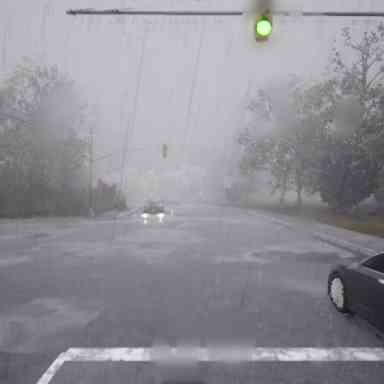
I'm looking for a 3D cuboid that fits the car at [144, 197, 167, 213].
[{"bbox_3d":[-4.120,1.339,36.481,2.097,1.767,4.553,0,-1,-4],"label":"car"}]

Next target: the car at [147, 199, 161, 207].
[{"bbox_3d":[-6.591,1.867,57.260,2.033,1.411,5.357,0,-1,-11],"label":"car"}]

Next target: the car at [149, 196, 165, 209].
[{"bbox_3d":[-4.972,1.465,46.535,2.097,1.767,4.553,0,-1,-7],"label":"car"}]

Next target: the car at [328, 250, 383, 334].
[{"bbox_3d":[3.603,1.492,4.697,1.837,1.490,4.892,0,0,0],"label":"car"}]

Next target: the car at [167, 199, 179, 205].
[{"bbox_3d":[-4.475,2.225,75.174,1.895,1.301,4.718,0,-1,-22],"label":"car"}]

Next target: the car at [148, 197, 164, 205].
[{"bbox_3d":[-8.161,2.012,74.995,2.097,1.767,4.553,0,-1,-25],"label":"car"}]
